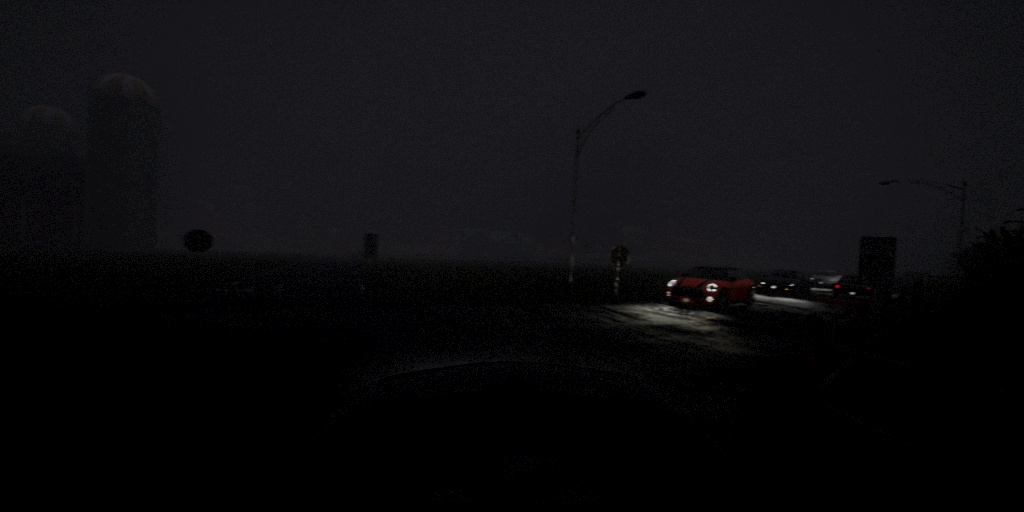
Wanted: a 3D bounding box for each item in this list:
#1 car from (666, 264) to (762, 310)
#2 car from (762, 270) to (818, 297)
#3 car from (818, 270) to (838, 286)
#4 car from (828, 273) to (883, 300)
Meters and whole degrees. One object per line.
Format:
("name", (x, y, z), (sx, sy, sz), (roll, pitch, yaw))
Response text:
("car", (8.648, 1.209, 15.530), (4.553, 1.767, 2.097), (2, 2, -38))
("car", (17.031, 1.607, 22.280), (4.892, 1.490, 1.837), (2, 2, -39))
("car", (26.548, 1.908, 30.270), (4.674, 1.442, 1.812), (1, 2, -41))
("car", (21.535, 1.925, 22.285), (4.718, 1.301, 1.895), (2, 2, -40))
